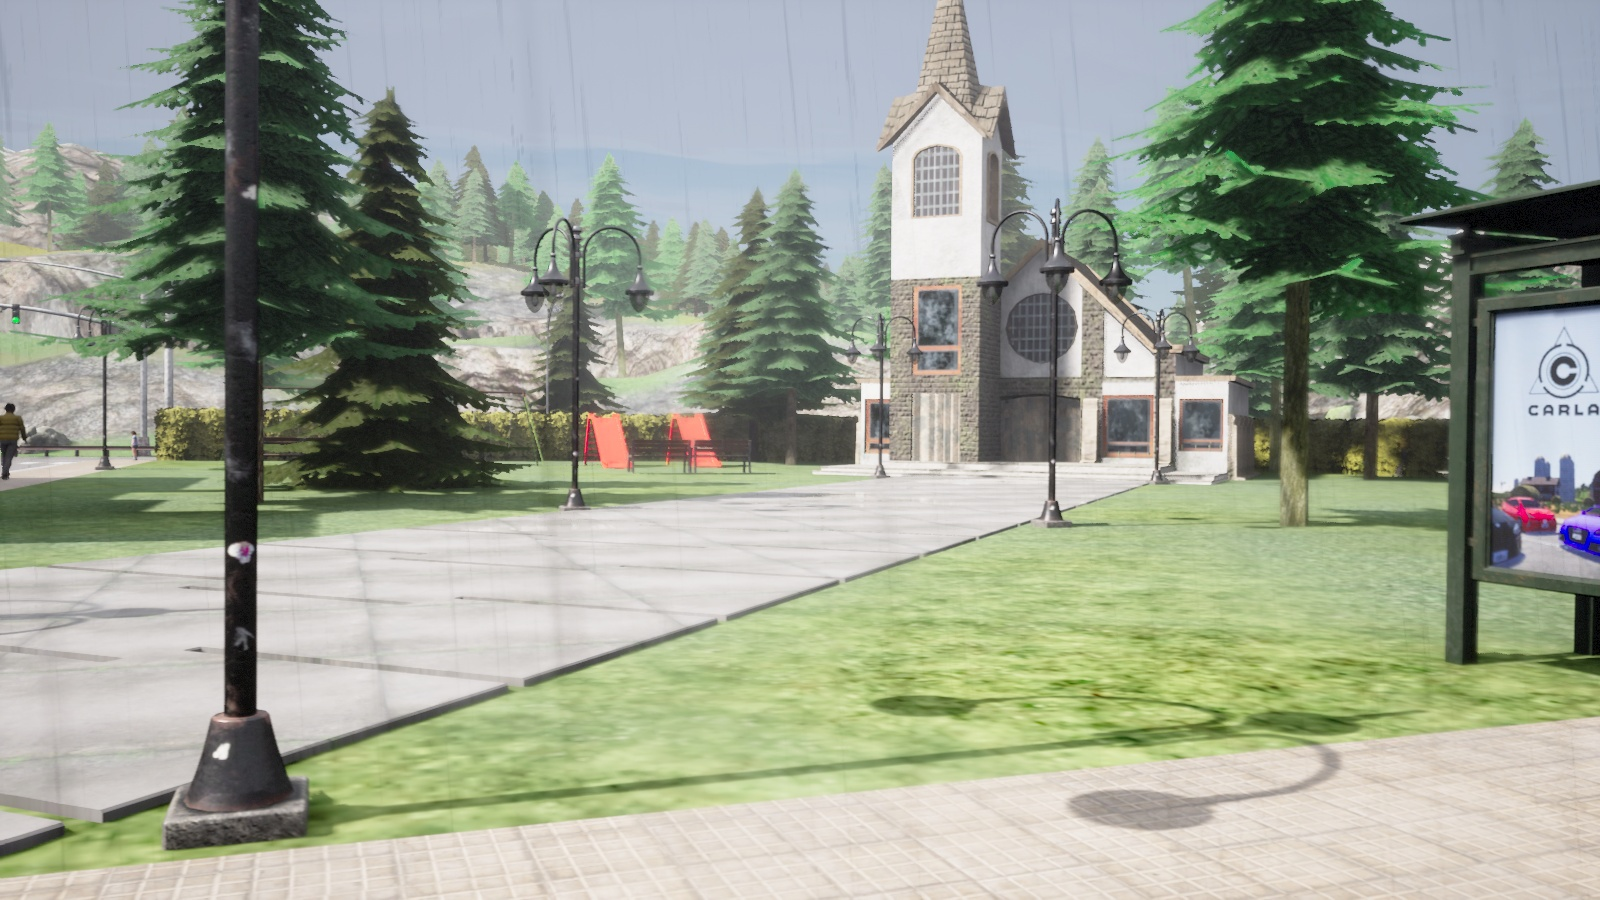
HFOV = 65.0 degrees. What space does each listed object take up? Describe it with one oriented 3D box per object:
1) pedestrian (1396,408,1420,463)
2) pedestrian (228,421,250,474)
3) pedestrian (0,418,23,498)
[{"bbox_3d":[20.472,-0.484,42.290,0.726,1.835,0.370,0,1,28],"label":"pedestrian"},{"bbox_3d":[-20.697,-0.091,46.329,0.692,1.930,0.396,-1,1,-32],"label":"pedestrian"},{"bbox_3d":[-18.445,0.172,29.235,0.431,1.840,0.709,-1,1,-21],"label":"pedestrian"}]
